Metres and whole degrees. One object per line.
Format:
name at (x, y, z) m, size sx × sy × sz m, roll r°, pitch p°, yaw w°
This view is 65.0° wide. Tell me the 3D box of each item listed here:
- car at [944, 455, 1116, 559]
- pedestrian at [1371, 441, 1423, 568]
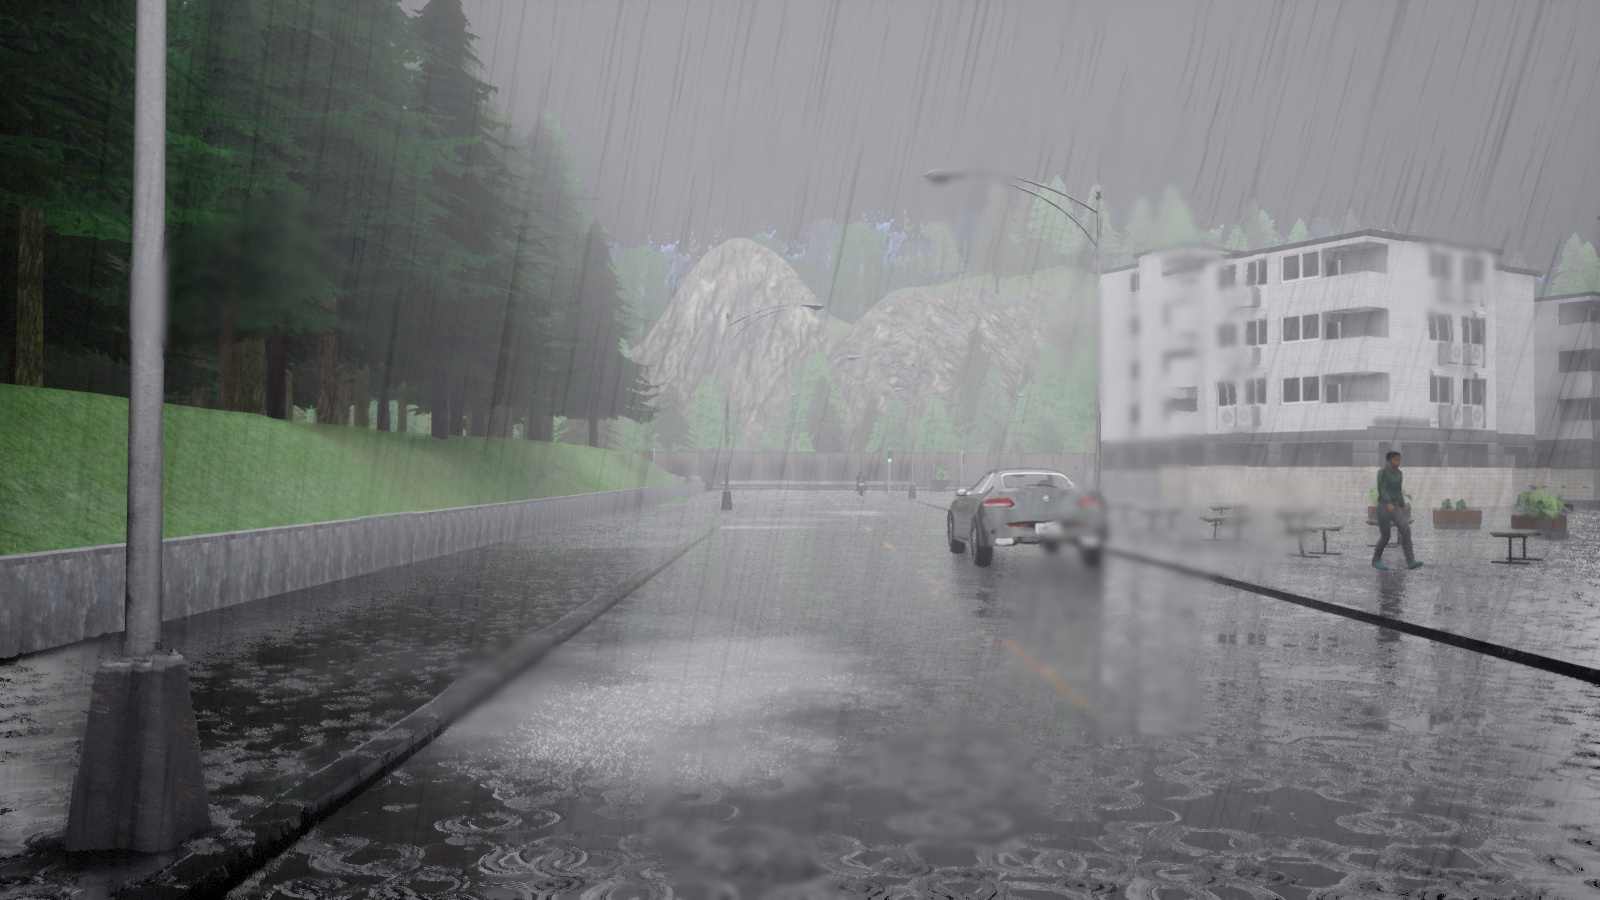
car at (3.949, 0.955, 22.524) m, size 2.152 × 1.651 × 5.027 m, roll 0°, pitch -1°, yaw 0°
pedestrian at (8.894, 0.802, 18.713) m, size 0.353 × 1.847 × 0.614 m, roll 0°, pitch -1°, yaw -20°
